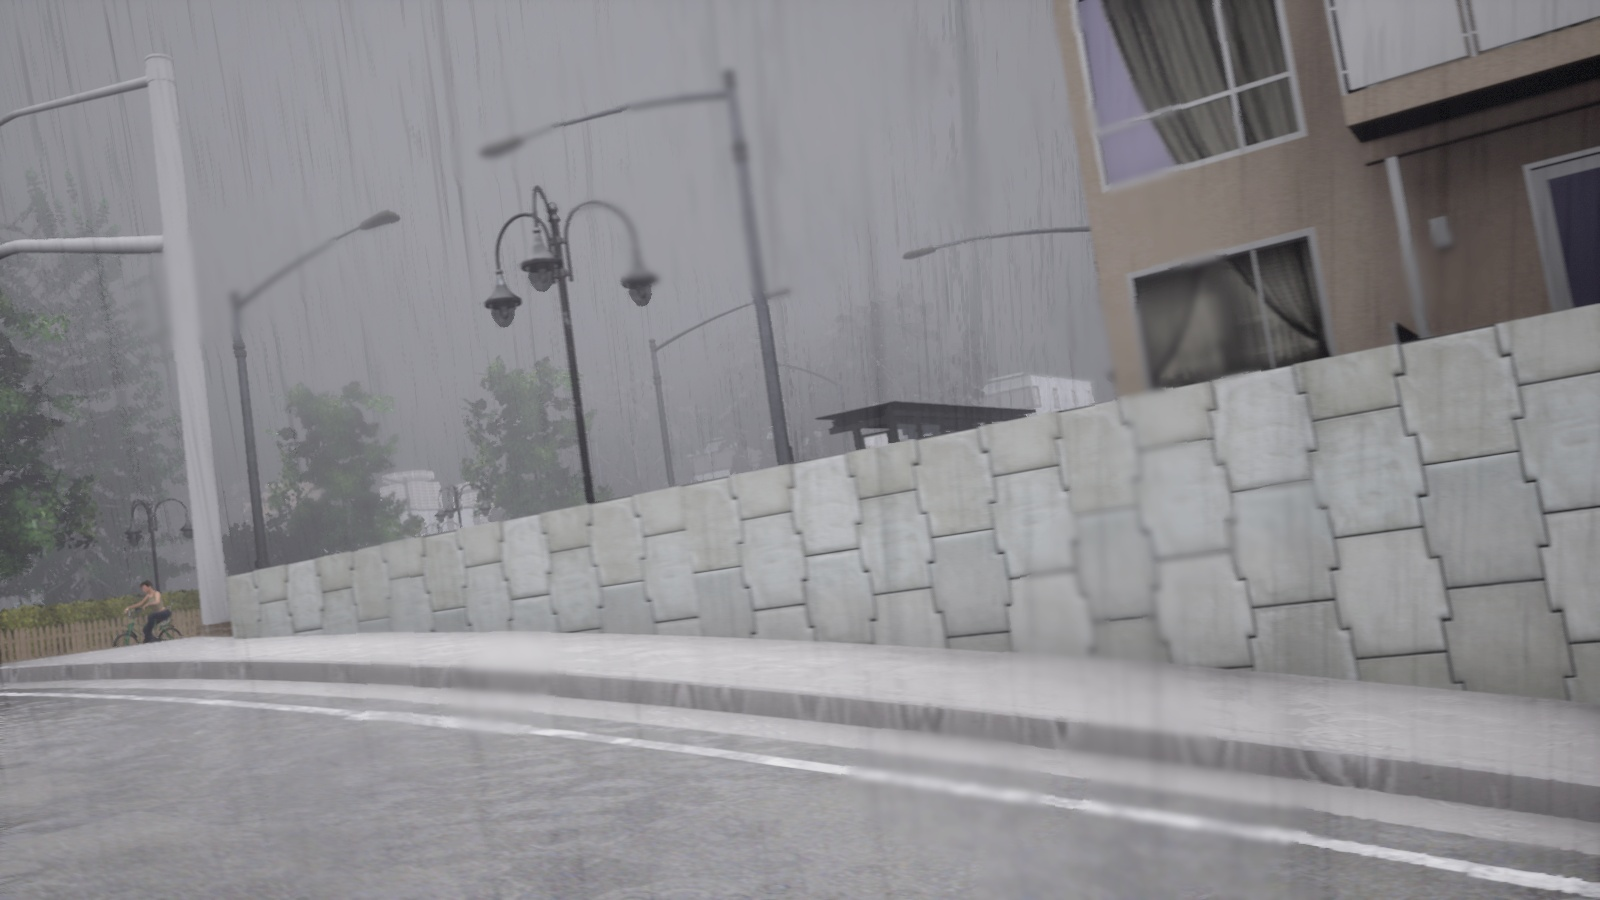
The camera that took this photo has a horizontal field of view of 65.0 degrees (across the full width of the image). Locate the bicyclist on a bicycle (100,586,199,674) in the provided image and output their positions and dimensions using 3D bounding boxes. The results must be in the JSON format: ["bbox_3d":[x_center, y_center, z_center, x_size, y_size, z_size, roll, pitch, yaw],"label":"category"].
[{"bbox_3d":[-14.062,3.876,27.179,0.866,1.612,1.509,-13,-6,34],"label":"bicyclist on a bicycle"}]
